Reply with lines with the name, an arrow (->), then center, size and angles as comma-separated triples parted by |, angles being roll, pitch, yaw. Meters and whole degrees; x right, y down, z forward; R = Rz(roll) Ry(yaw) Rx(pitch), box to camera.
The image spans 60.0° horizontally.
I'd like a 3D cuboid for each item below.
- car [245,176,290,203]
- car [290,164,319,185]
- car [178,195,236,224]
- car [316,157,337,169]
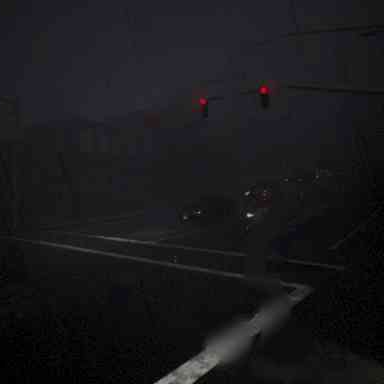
car -> 6.314, -0.203, 28.465 | 2.097, 1.767, 4.553 | 0, 9, 37
car -> 11.547, -1.634, 35.394 | 1.895, 1.301, 4.718 | 0, 12, 37
car -> 1.050, 1.021, 21.501 | 2.128, 1.511, 4.902 | 0, 5, 37
car -> 17.400, -3.821, 43.113 | 1.994, 1.385, 4.181 | 0, 12, 37
